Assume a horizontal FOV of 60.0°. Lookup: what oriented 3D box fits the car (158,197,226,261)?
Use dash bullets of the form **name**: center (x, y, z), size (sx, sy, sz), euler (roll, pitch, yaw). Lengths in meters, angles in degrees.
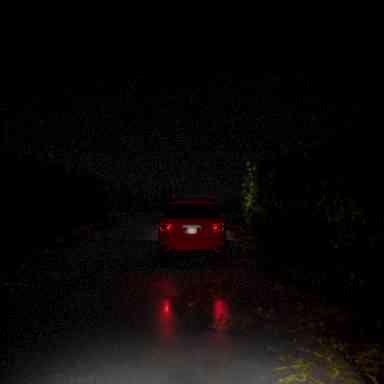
- **car**: center (0.021, 1.194, 12.352), size (2.150, 2.045, 5.566), euler (0, 0, 0)
